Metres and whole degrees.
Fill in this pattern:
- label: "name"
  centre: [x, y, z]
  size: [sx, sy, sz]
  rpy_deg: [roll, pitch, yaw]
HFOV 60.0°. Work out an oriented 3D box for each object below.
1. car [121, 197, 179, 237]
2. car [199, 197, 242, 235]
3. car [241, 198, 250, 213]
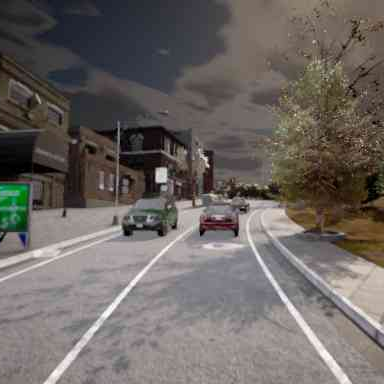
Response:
- label: "car"
  centre: [-2.172, 1.293, 18.892]
  size: [2.150, 2.045, 5.566]
  rpy_deg: [-1, 0, 8]
- label: "car"
  centre: [1.649, 1.386, 19.202]
  size: [2.097, 1.767, 4.553]
  rpy_deg: [-1, 0, 8]
- label: "car"
  centre: [5.304, 1.641, 36.760]
  size: [1.895, 1.301, 4.718]
  rpy_deg: [-1, 0, 15]
